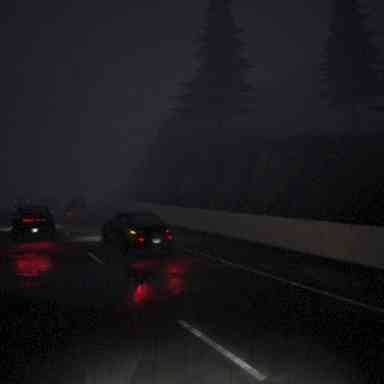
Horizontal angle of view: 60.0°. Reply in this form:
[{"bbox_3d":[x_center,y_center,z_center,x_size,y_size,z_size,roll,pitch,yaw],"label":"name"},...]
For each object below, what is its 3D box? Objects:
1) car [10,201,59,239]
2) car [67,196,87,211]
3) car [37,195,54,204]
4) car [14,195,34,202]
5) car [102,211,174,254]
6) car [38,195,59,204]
[{"bbox_3d":[-8.149,1.449,17.147,1.837,1.490,4.892,0,0,-26],"label":"car"},{"bbox_3d":[-13.550,1.231,39.283,2.097,1.767,4.553,0,0,-19],"label":"car"},{"bbox_3d":[-26.787,1.334,60.839,1.812,1.442,4.674,0,0,-11],"label":"car"},{"bbox_3d":[-22.680,1.208,44.936,2.097,1.767,4.553,0,0,-21],"label":"car"},{"bbox_3d":[-2.295,1.486,13.386,1.812,1.442,4.674,0,0,-28],"label":"car"},{"bbox_3d":[-19.132,1.406,44.811,2.033,1.411,5.357,0,0,-16],"label":"car"}]
